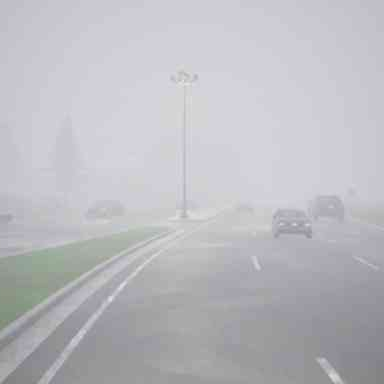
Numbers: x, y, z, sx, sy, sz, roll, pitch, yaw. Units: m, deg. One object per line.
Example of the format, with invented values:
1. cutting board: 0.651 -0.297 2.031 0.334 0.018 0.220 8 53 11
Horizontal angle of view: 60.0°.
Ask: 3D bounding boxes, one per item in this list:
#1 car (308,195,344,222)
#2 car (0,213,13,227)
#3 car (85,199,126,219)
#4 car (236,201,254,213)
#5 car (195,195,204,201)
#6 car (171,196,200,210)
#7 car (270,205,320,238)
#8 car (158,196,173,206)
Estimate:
1. car: 10.862 1.280 27.240 2.150 2.045 5.566 0 0 12
2. car: -13.577 1.660 20.542 1.895 1.301 4.718 0 0 15
3. car: -7.720 1.429 29.893 2.097 1.767 4.553 0 0 13
4. car: 6.204 1.690 38.506 1.895 1.301 4.718 0 0 13
5. car: 1.238 1.338 69.494 1.882 1.535 5.008 0 0 13
6. car: -0.750 1.656 44.994 2.033 1.411 5.357 0 0 13
7. car: 5.303 1.587 18.053 2.033 1.411 5.357 0 0 12
8. car: -4.527 1.499 59.958 2.097 1.767 4.553 0 0 13
